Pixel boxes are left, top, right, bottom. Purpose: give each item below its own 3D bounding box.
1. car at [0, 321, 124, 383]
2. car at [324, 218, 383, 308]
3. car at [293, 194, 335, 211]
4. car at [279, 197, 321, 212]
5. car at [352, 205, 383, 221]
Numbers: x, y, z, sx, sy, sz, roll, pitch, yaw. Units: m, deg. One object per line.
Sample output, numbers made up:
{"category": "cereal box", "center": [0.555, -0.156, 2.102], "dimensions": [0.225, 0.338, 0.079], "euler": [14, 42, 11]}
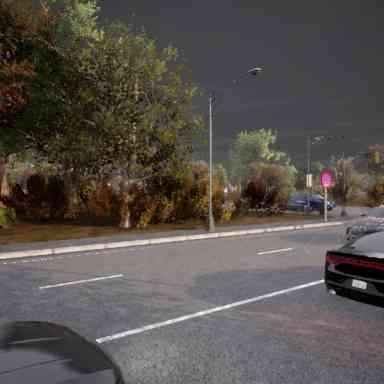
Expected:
{"category": "car", "center": [-2.749, 1.505, 1.776], "dimensions": [4.892, 1.490, 1.837], "euler": [0, 0, -36]}
{"category": "car", "center": [4.965, 1.478, 7.315], "dimensions": [5.008, 1.535, 1.882], "euler": [0, 0, -36]}
{"category": "car", "center": [14.638, 1.221, 40.637], "dimensions": [2.150, 2.045, 5.566], "euler": [0, 0, -31]}
{"category": "car", "center": [12.038, 1.564, 38.165], "dimensions": [1.994, 1.385, 4.181], "euler": [0, 0, -32]}
{"category": "car", "center": [8.758, 1.352, 14.593], "dimensions": [4.553, 1.767, 2.097], "euler": [0, 0, -36]}
